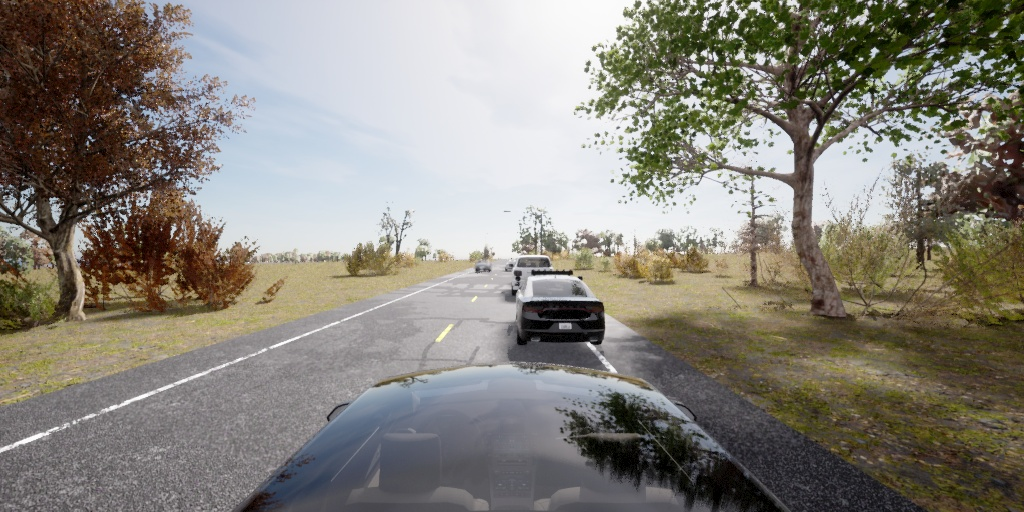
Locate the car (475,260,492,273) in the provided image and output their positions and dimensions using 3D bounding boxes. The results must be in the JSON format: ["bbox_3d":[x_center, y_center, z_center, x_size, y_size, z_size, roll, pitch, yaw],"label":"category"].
[{"bbox_3d":[-3.485,1.249,44.008,2.128,1.511,4.902,0,0,0],"label":"car"}]

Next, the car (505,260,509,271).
[{"bbox_3d":[0.055,1.285,48.265,1.812,1.442,4.674,0,0,1],"label":"car"}]

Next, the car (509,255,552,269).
[{"bbox_3d":[1.057,0.979,19.566,2.150,2.045,5.566,0,0,0],"label":"car"}]

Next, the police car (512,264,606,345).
[{"bbox_3d":[1.053,1.177,9.644,1.930,1.638,5.238,0,0,0],"label":"police car"}]
